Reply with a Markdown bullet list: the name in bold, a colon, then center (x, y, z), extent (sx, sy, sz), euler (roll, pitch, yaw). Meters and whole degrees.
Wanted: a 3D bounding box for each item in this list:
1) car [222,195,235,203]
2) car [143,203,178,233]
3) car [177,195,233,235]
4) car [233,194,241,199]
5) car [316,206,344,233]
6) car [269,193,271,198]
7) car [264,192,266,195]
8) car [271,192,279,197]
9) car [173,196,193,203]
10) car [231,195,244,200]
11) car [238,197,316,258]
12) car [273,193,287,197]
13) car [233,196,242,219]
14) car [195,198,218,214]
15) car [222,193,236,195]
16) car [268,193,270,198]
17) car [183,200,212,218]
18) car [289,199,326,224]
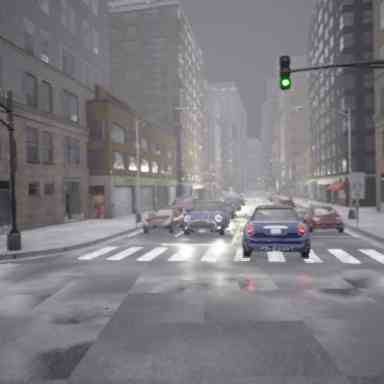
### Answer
- **car**: center (6.975, 1.290, 63.036), extent (1.887, 1.381, 4.507), euler (-2, 0, 11)
- **car**: center (-1.523, 1.566, 19.337), extent (1.802, 1.307, 4.206), euler (-2, 0, 11)
- **car**: center (0.887, 1.285, 18.251), extent (2.097, 1.767, 4.553), euler (-1, 0, 11)
- **car**: center (12.290, 1.157, 90.351), extent (1.947, 1.339, 4.313), euler (-2, 0, 11)
- **car**: center (6.848, 1.384, 17.735), extent (1.802, 1.307, 4.206), euler (-2, 0, 11)
- **car**: center (13.220, 1.163, 50.502), extent (1.887, 1.381, 4.507), euler (-2, 0, 11)
- **car**: center (19.626, 0.967, 83.437), extent (1.752, 1.417, 4.829), euler (-2, 0, 11)
- **car**: center (12.154, 1.087, 45.040), extent (1.967, 1.590, 4.097), euler (-2, 0, 11)
- **car**: center (-0.470, 1.266, 24.799), extent (2.192, 1.841, 5.009), euler (-2, 0, 11)
- **car**: center (4.554, 1.370, 36.892), extent (2.033, 1.411, 5.357), euler (-1, 0, 12)
- **car**: center (2.986, 1.236, 12.317), extent (2.097, 1.767, 4.553), euler (-1, -1, 11)
- **car**: center (11.095, 1.221, 39.579), extent (1.887, 1.381, 4.507), euler (-2, 0, 11)
- **car**: center (2.639, 1.370, 27.215), extent (2.128, 1.511, 4.902), euler (-1, 0, 11)
- **car**: center (1.629, 1.414, 35.557), extent (1.752, 1.417, 4.829), euler (-2, 0, 11)
- **car**: center (5.904, 1.088, 57.575), extent (2.192, 1.841, 5.009), euler (-2, 0, 11)
- **car**: center (14.282, 1.142, 55.962), extent (2.008, 1.369, 4.403), euler (-2, 0, 11)
- **car**: center (0.600, 1.463, 30.262), extent (1.887, 1.381, 4.507), euler (-2, 0, 11)
- **car**: center (7.940, 1.293, 23.363), extent (1.752, 1.417, 4.829), euler (-2, 0, 11)
